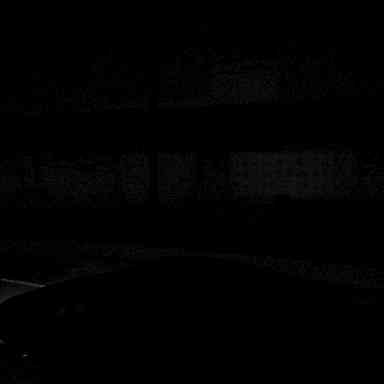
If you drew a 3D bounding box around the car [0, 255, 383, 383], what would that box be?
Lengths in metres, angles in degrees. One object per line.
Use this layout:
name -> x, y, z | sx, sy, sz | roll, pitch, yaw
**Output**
car -> -0.128, 1.543, 4.019 | 5.357, 1.411, 2.033 | -1, 0, 32
